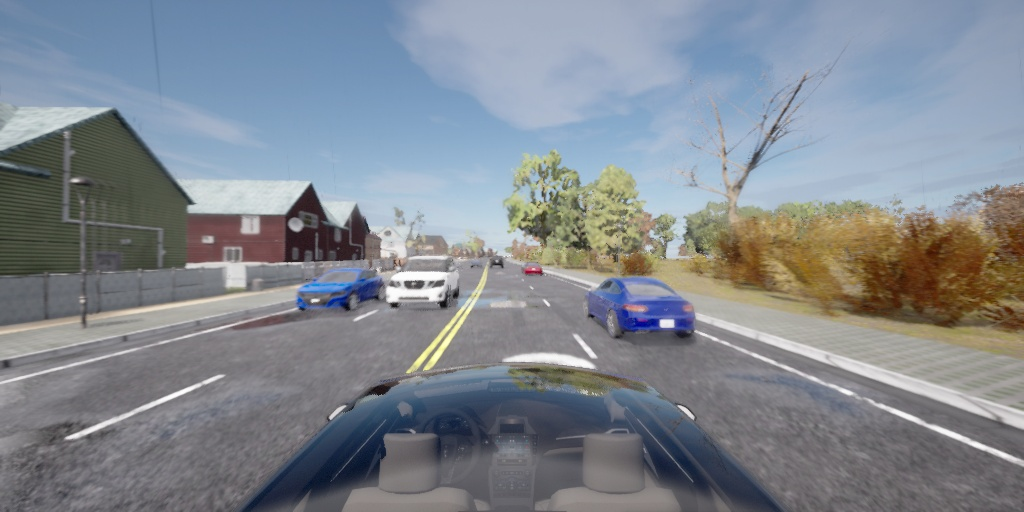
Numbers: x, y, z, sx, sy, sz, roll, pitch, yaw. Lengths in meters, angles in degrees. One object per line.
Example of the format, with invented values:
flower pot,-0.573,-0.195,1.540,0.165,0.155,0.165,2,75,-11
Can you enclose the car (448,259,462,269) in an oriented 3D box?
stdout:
car,-8.877,1.272,56.119,1.812,1.442,4.674,0,0,-3

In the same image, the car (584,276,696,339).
car,3.278,1.270,9.939,1.812,1.442,4.674,0,0,-1

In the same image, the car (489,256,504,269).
car,-2.422,0.959,57.753,2.150,2.045,5.566,0,0,-3

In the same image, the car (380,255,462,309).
car,-3.514,0.980,15.300,2.150,2.045,5.566,0,0,-1

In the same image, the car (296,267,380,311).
car,-6.757,1.243,14.701,1.882,1.535,5.008,0,0,-1

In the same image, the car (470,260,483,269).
car,-5.730,1.289,58.175,2.033,1.411,5.357,0,0,-3

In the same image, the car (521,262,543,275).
car,2.104,1.310,38.634,1.994,1.385,4.181,0,0,-3
